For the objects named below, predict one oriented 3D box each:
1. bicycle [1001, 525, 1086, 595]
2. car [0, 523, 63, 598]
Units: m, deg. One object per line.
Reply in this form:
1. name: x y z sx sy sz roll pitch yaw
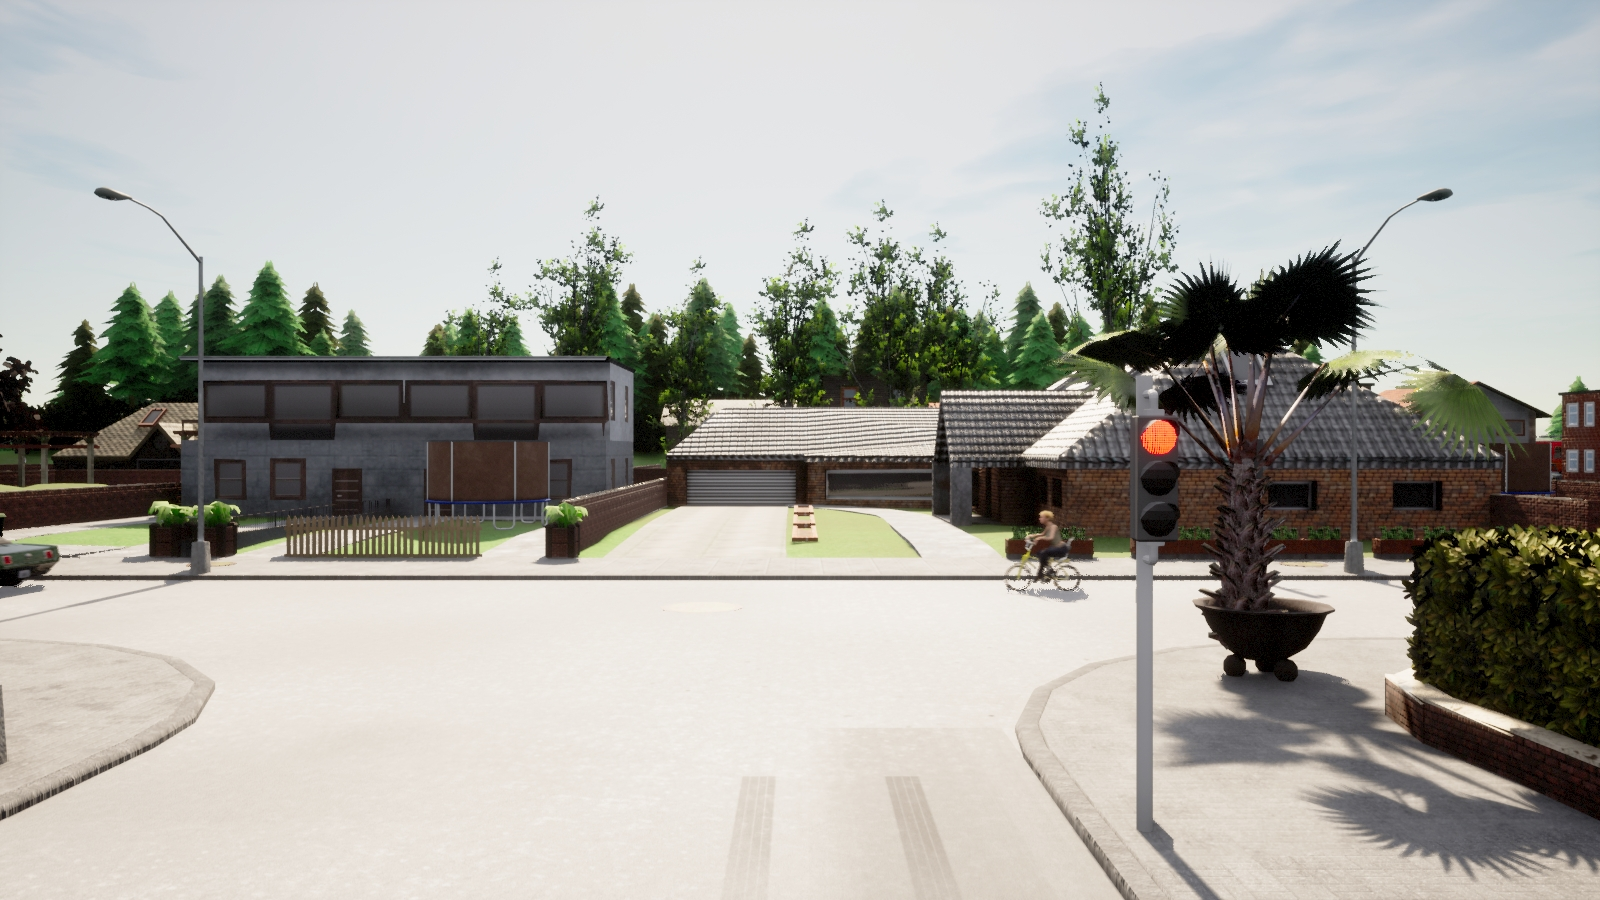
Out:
1. bicycle: 4.765 2.149 22.444 1.487 1.276 0.859 0 0 0
2. car: -17.438 2.146 22.441 4.718 1.301 1.895 0 0 0
